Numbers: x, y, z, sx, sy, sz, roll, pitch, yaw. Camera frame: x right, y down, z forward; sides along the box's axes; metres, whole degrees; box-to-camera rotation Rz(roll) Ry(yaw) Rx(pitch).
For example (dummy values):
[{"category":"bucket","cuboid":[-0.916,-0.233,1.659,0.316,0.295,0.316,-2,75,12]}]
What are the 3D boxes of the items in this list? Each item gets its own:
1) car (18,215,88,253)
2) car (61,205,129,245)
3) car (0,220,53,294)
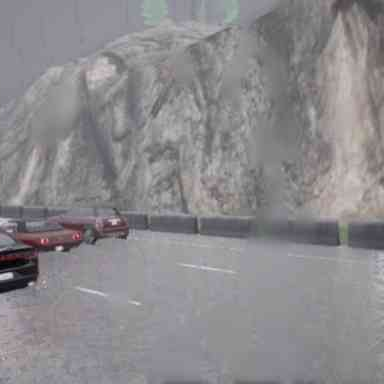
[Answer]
[{"category":"car","cuboid":[-6.414,1.686,12.865,4.718,1.301,1.895,0,0,35]},{"category":"car","cuboid":[-5.247,1.441,16.331,4.553,1.767,2.097,0,0,35]},{"category":"car","cuboid":[-5.719,1.545,8.070,5.008,1.535,1.882,0,0,35]}]
